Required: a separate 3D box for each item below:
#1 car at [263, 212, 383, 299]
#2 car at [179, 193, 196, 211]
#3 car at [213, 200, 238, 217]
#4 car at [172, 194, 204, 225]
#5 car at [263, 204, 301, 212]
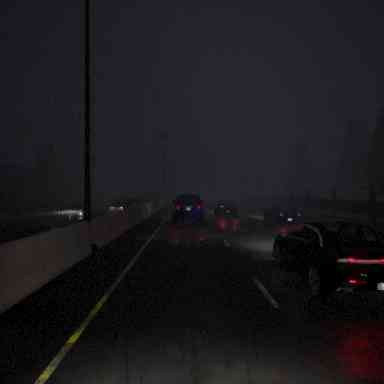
[{"bbox_3d":[3.452,1.483,8.410,2.128,1.511,4.902,0,0,-1],"label":"car"},{"bbox_3d":[-0.596,1.222,42.959,2.150,2.045,5.566,0,0,-1],"label":"car"},{"bbox_3d":[3.098,1.484,31.325,2.128,1.511,4.902,0,0,-1],"label":"car"},{"bbox_3d":[-0.284,1.216,24.181,2.150,2.045,5.566,0,-1,-1],"label":"car"},{"bbox_3d":[6.702,1.585,25.074,1.895,1.301,4.718,0,0,-1],"label":"car"}]
